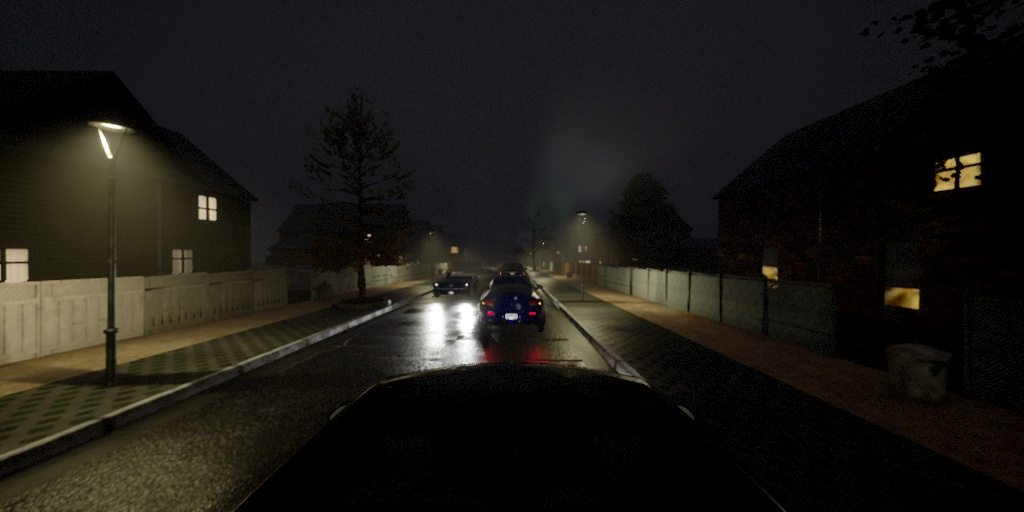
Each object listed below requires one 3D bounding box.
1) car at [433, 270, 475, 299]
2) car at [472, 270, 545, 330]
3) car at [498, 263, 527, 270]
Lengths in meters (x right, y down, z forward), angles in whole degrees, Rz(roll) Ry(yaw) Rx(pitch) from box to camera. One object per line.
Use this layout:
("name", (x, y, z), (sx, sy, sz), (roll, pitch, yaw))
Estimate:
("car", (-2.873, 1.460, 19.191), (1.895, 1.301, 4.718), (0, 0, 0))
("car", (-0.001, 1.330, 11.165), (1.812, 1.442, 4.674), (0, 0, 0))
("car", (0.031, 1.267, 26.054), (2.097, 1.767, 4.553), (0, -1, 0))
